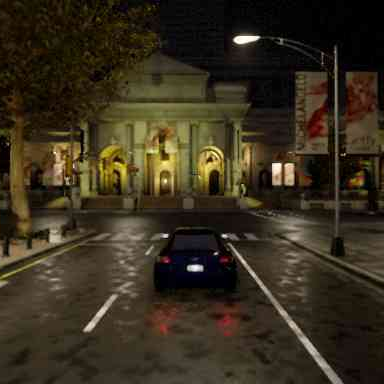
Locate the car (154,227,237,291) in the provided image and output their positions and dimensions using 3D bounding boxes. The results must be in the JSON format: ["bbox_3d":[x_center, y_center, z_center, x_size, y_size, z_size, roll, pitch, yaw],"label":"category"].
[{"bbox_3d":[0.087,1.675,9.354,1.994,1.385,4.181,0,-1,0],"label":"car"}]
